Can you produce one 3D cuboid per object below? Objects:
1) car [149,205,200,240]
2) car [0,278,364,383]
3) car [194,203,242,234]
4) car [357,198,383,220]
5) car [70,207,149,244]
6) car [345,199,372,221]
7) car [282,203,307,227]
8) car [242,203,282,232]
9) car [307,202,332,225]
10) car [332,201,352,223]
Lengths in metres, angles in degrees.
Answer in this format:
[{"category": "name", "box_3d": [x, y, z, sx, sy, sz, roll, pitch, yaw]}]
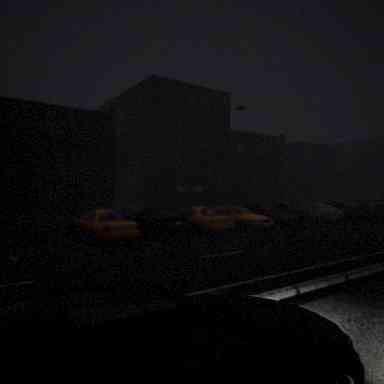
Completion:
[{"category": "car", "box_3d": [-1.988, 1.515, 17.393, 2.163, 1.488, 4.792, 0, 0, -36]}, {"category": "car", "box_3d": [-0.452, 1.527, 2.810, 4.674, 1.442, 1.812, 0, 0, -35]}, {"category": "car", "box_3d": [0.159, 1.485, 19.129, 1.946, 1.575, 5.366, 0, 0, -36]}, {"category": "car", "box_3d": [13.740, 1.411, 28.588, 2.185, 1.767, 4.553, 0, 0, -36]}, {"category": "car", "box_3d": [-4.319, 1.479, 15.910, 1.946, 1.575, 5.366, 0, 0, -36]}, {"category": "car", "box_3d": [11.463, 1.555, 27.032, 2.163, 1.488, 4.792, 0, 0, -36]}, {"category": "car", "box_3d": [4.772, 1.530, 22.169, 2.163, 1.488, 4.792, 0, 0, -36]}, {"category": "car", "box_3d": [2.621, 1.491, 20.437, 1.946, 1.575, 5.366, 0, 0, -36]}, {"category": "car", "box_3d": [7.012, 1.537, 23.773, 2.163, 1.488, 4.792, 0, 0, -36]}, {"category": "car", "box_3d": [9.210, 1.556, 25.379, 2.002, 1.452, 4.674, 0, 0, -36]}]
